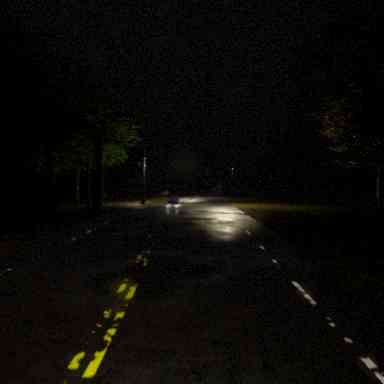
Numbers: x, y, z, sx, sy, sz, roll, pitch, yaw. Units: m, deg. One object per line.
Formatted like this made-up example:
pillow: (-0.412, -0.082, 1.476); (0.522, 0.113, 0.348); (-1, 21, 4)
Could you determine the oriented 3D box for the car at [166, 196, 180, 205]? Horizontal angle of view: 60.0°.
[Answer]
car: (-3.174, 1.413, 57.749); (1.812, 1.442, 4.674); (1, 0, 3)
